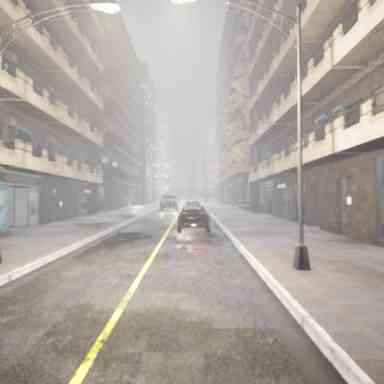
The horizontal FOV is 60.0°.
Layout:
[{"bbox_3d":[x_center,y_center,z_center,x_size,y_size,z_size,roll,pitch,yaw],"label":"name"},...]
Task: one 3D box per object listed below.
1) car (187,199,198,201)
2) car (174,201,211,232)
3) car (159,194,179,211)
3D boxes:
[{"bbox_3d":[0.087,1.558,41.661,2.128,1.511,4.902,0,0,0],"label":"car"},{"bbox_3d":[0.094,1.530,20.243,1.837,1.490,4.892,0,0,0],"label":"car"},{"bbox_3d":[-2.850,1.290,41.904,2.150,2.045,5.566,0,0,0],"label":"car"}]
